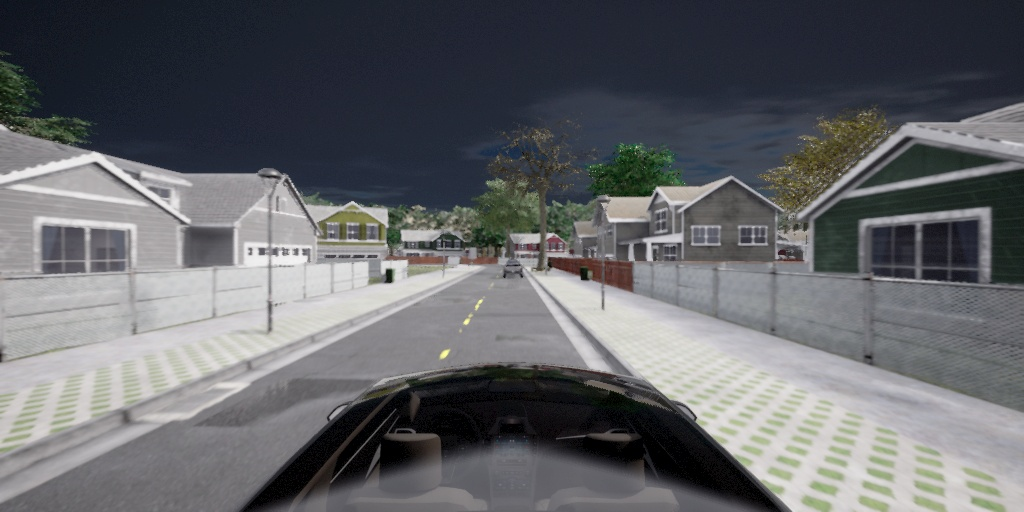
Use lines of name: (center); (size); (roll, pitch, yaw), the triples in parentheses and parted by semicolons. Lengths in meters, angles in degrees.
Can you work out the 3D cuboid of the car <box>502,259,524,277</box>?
car: (0.098, 1.213, 34.564); (2.128, 1.511, 4.902); (0, 0, 0)
